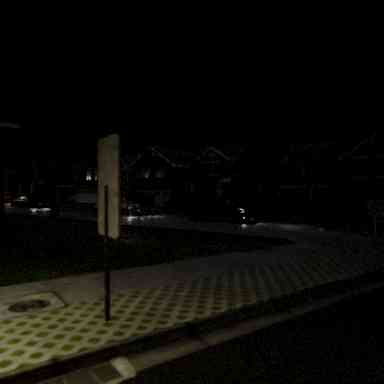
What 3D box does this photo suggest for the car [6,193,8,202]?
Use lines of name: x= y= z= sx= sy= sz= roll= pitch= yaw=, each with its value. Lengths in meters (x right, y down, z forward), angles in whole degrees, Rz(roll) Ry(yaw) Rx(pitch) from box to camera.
car: x=-26.038 y=0.845 z=45.200 sx=4.892 sy=1.490 sz=1.837 roll=1 pitch=1 yaw=34

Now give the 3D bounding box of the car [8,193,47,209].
car: x=-17.450 y=1.062 z=35.746 sx=4.181 sy=1.385 sz=1.994 roll=1 pitch=1 yaw=35

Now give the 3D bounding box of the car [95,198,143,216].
car: x=-6.205 y=1.188 z=28.006 sx=4.674 sy=1.442 sz=1.812 roll=1 pitch=1 yaw=35

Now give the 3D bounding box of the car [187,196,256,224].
car: x=1.962 y=1.131 z=22.399 sx=4.553 sy=1.767 sz=2.097 roll=1 pitch=1 yaw=35
